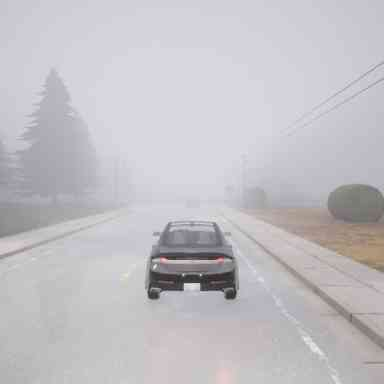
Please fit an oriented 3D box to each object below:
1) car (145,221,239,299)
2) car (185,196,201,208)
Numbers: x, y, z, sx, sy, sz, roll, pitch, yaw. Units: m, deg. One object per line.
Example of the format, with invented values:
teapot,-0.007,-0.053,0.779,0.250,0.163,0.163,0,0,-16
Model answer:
car,0.002,1.466,8.348,2.128,1.511,4.902,0,0,0
car,0.134,1.338,43.934,1.837,1.490,4.892,0,0,2
